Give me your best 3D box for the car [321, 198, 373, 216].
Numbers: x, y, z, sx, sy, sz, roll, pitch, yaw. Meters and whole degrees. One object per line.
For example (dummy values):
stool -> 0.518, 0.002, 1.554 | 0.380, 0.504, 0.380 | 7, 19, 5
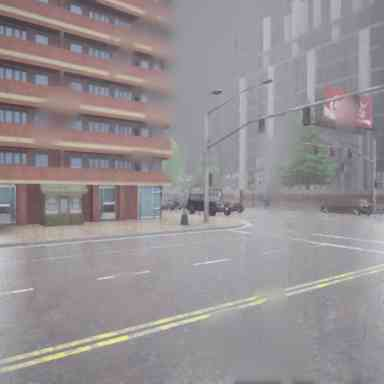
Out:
car -> 14.958, 1.344, 32.433 | 2.097, 1.767, 4.553 | 0, 0, -35

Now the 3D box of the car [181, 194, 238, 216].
car -> 1.629, 1.217, 32.816 | 2.150, 2.045, 5.566 | 0, 0, -35

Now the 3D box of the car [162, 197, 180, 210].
car -> -3.900, 1.347, 40.724 | 2.097, 1.767, 4.553 | 0, 0, -35

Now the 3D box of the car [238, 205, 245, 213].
car -> 3.553, 1.595, 36.174 | 1.895, 1.301, 4.718 | 0, 0, -35

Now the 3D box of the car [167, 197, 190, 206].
car -> -2.316, 1.556, 57.124 | 1.994, 1.385, 4.181 | 0, 0, -35
